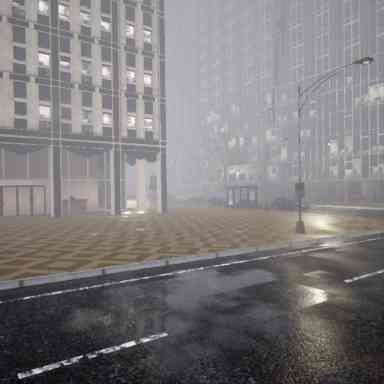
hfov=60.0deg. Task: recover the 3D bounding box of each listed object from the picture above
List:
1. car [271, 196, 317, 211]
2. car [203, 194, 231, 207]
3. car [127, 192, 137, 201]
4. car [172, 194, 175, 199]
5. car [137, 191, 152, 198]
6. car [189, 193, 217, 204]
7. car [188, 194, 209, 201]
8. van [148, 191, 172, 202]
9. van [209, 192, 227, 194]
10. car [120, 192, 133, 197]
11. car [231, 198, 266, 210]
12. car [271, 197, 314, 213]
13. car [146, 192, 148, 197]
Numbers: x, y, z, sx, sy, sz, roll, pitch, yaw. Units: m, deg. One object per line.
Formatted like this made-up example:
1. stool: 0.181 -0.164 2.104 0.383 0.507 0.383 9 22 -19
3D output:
1. car: 11.495 1.304 37.927 1.837 1.490 4.892 -1 1 -35
2. car: 3.916 1.320 44.311 1.947 1.339 4.313 0 1 -34
3. car: -12.120 1.040 67.769 2.008 1.369 4.403 0 1 -34
4. car: -5.210 0.936 72.511 1.802 1.307 4.206 0 1 -34
5. car: -11.643 0.686 81.881 1.967 1.590 4.097 0 1 -34
6. car: 1.603 1.240 52.364 1.895 1.301 4.718 -1 1 -34
7. car: 1.222 1.044 63.138 1.802 1.307 4.206 0 1 -34
8. van: -5.687 0.938 58.395 1.690 1.788 3.998 0 1 -34
9. van: 4.438 0.856 58.449 1.690 1.788 3.998 0 1 -34
10. car: -18.075 0.689 91.254 2.008 1.369 4.403 0 1 -34
11. car: 7.084 1.388 39.592 1.802 1.307 4.206 0 1 -34
12. car: 10.287 1.424 34.894 1.947 1.339 4.313 0 1 -34
13. car: -8.427 0.615 77.193 2.192 1.841 5.009 0 1 -34
